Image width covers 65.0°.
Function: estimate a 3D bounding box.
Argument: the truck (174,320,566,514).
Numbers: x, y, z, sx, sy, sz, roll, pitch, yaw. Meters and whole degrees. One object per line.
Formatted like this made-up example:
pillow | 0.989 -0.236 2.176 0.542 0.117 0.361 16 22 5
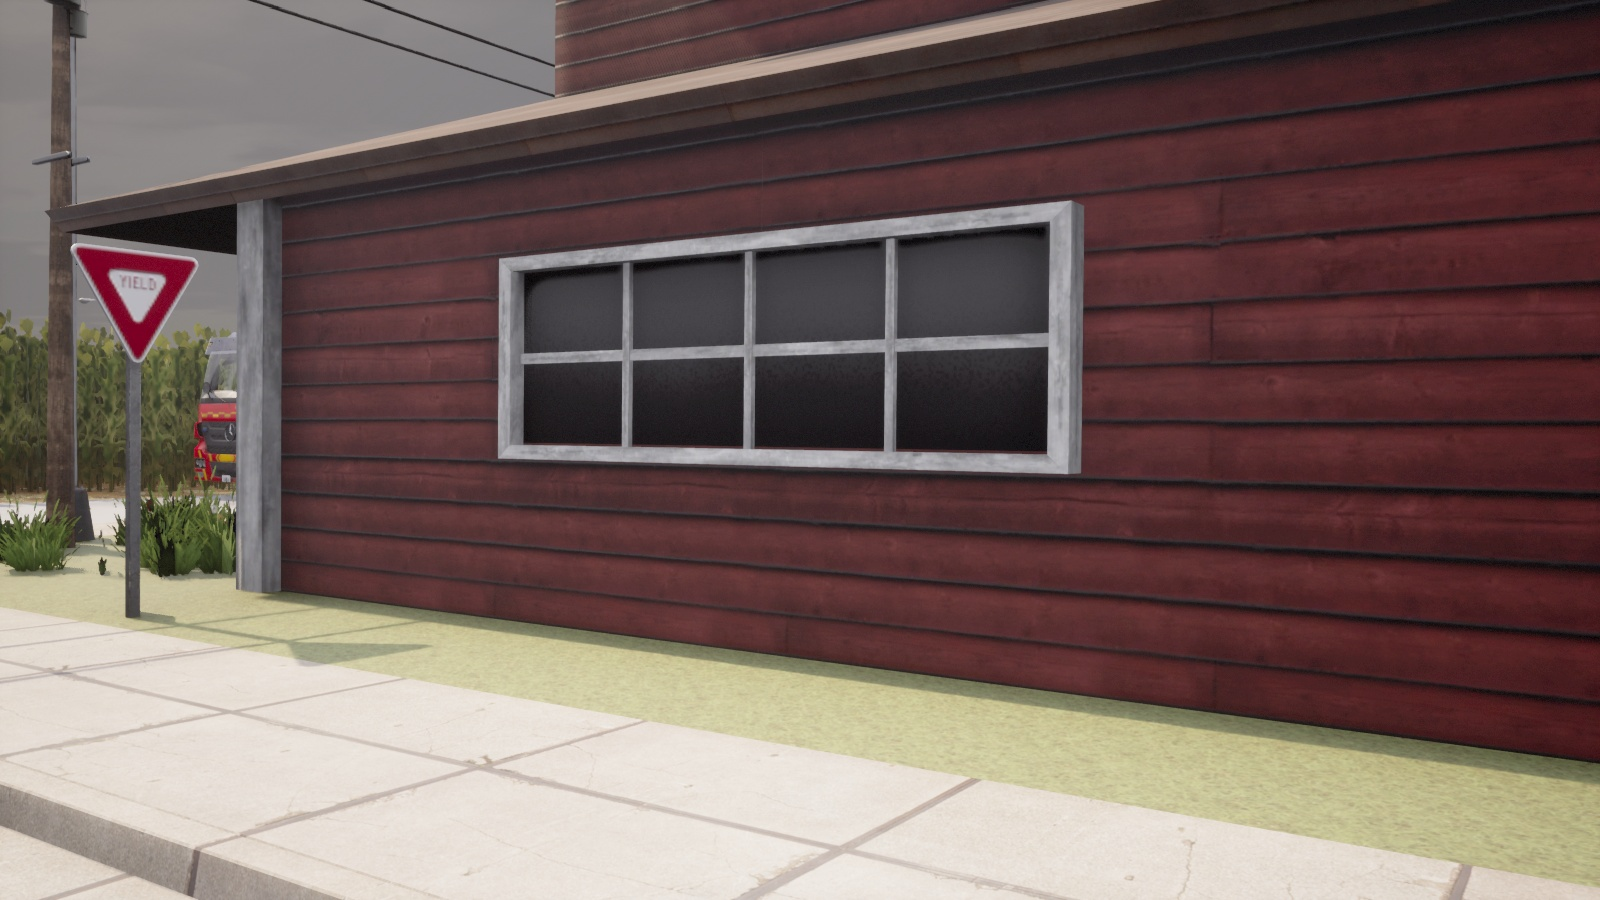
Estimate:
truck | -9.516 -0.717 29.022 2.891 3.827 8.468 0 1 35
